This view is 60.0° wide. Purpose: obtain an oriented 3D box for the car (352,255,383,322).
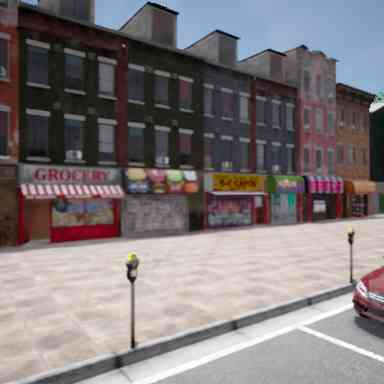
[{"bbox_3d":[4.702,1.582,6.165,4.206,1.307,1.802,0,0,-36],"label":"car"}]
